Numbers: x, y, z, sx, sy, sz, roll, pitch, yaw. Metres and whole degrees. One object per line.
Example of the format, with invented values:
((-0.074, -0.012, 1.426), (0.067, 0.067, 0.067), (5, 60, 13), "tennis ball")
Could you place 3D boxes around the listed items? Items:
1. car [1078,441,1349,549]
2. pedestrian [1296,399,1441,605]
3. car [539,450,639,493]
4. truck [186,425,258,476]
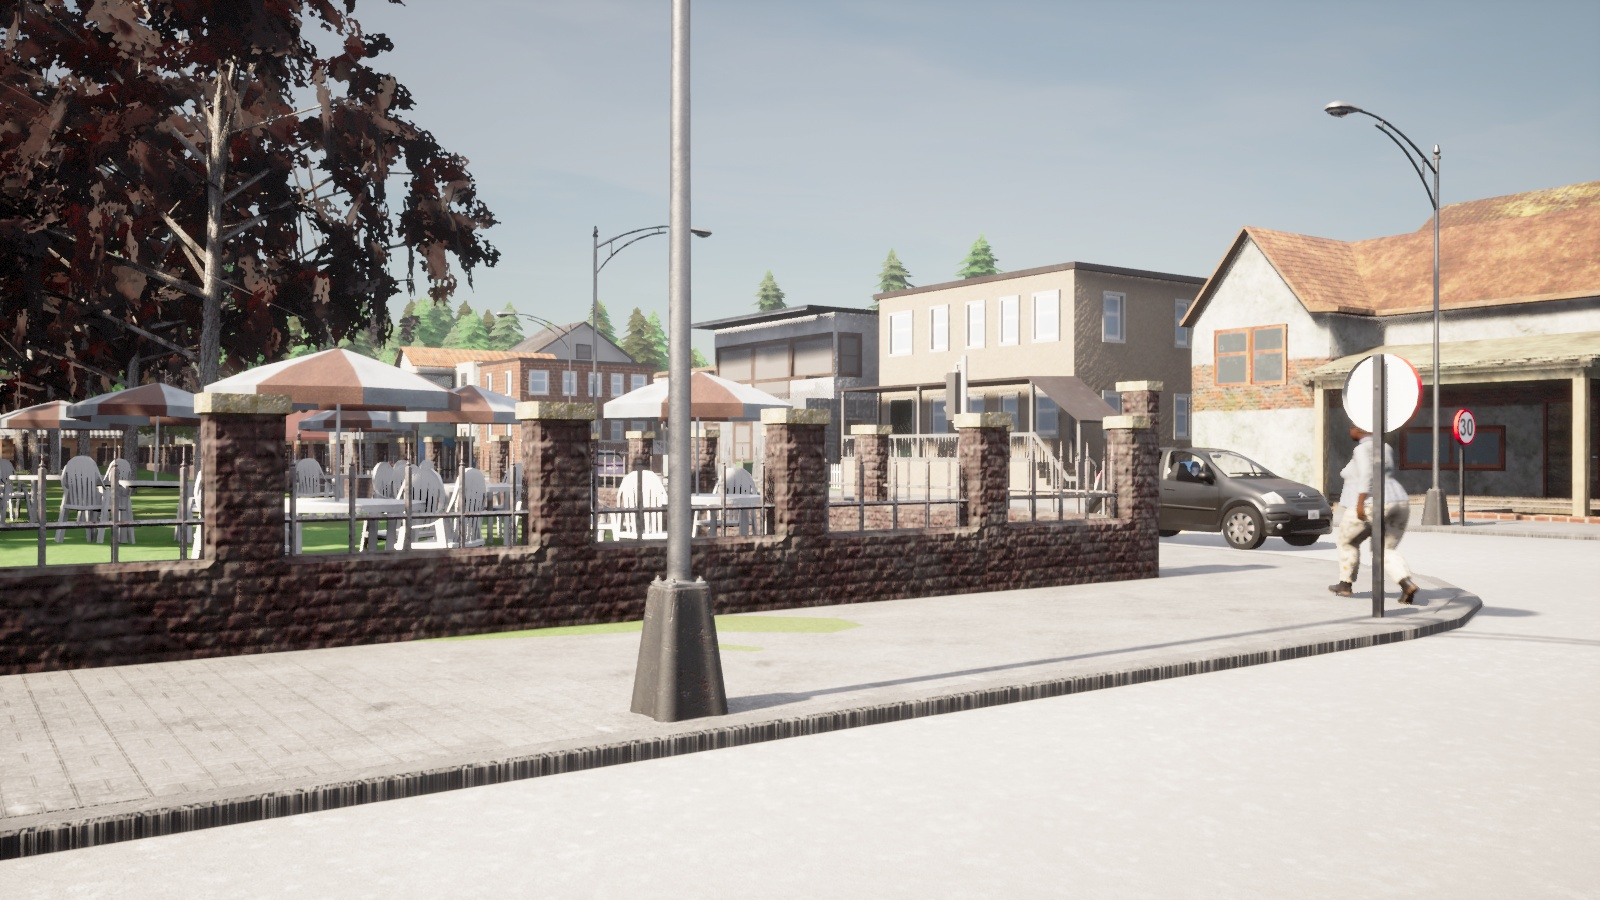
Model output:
((6.804, 0.680, 21.022), (1.851, 1.617, 3.988), (0, 0, -35), "car")
((5.395, 0.471, 11.942), (0.874, 1.855, 0.900), (0, 0, -24), "pedestrian")
((-8.432, 0.814, 49.772), (2.033, 1.649, 4.856), (0, 0, -35), "car")
((-41.321, 0.070, 89.628), (2.891, 3.462, 7.936), (0, 0, -38), "truck")
